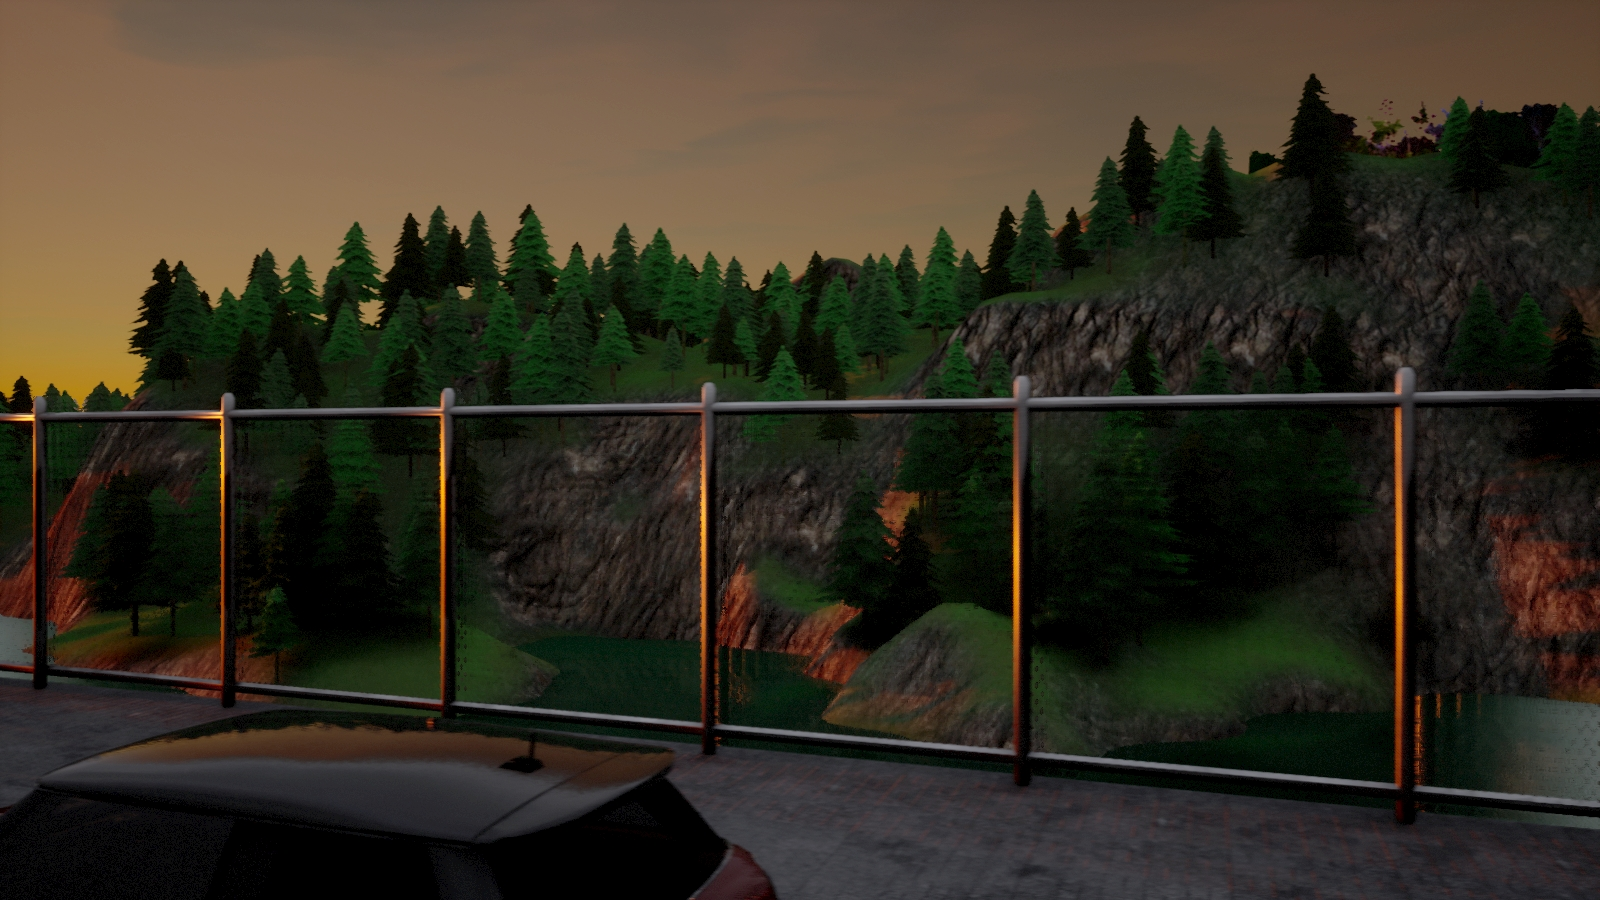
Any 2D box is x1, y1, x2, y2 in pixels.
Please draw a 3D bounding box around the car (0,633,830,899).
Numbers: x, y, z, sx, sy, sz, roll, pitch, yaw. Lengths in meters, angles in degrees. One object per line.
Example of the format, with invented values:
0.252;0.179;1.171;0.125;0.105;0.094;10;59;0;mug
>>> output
-2.368;1.906;4.638;4.553;1.767;2.097;0;0;20;car
